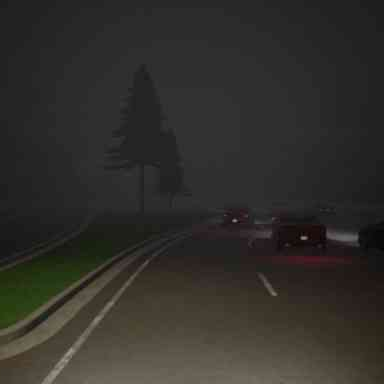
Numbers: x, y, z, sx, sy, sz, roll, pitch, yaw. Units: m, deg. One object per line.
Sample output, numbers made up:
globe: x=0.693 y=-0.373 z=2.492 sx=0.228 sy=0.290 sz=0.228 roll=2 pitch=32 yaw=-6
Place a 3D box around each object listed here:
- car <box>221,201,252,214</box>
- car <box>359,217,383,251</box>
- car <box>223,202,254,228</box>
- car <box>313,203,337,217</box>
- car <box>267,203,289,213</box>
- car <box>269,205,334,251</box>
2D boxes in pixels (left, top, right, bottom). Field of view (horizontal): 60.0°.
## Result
car: x=5.394 y=1.848 z=40.800 sx=1.994 sy=1.385 sz=4.181 roll=0 pitch=-1 yaw=-21
car: x=7.651 y=1.576 z=11.922 sx=2.128 sy=1.511 sz=4.902 roll=0 pitch=0 yaw=7
car: x=3.364 y=1.691 z=23.692 sx=1.812 sy=1.442 sz=4.674 roll=0 pitch=0 yaw=15
car: x=13.450 y=1.788 z=34.383 sx=2.033 sy=1.411 sz=5.357 roll=0 pitch=0 yaw=10
car: x=10.011 y=1.866 z=37.996 sx=1.895 sy=1.301 sz=4.718 roll=0 pitch=0 yaw=-2
car: x=4.652 y=1.582 z=14.839 sx=1.882 sy=1.535 sz=5.008 roll=0 pitch=0 yaw=11
